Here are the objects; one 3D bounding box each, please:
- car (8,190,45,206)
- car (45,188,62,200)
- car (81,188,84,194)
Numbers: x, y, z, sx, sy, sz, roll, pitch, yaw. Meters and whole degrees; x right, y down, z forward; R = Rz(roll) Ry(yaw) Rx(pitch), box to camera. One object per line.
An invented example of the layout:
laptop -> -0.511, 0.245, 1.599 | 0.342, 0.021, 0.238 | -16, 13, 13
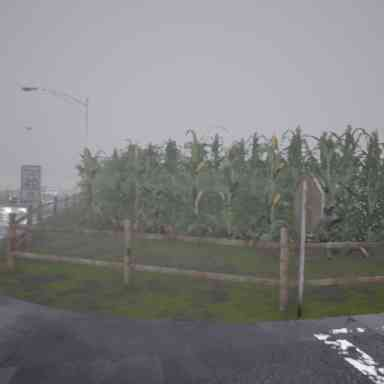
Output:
car -> -15.673, 0.577, 31.441 | 1.895, 1.301, 4.718 | 1, 1, -12
car -> -18.045, 0.197, 43.033 | 1.812, 1.442, 4.674 | 1, 1, -11
car -> -18.228, -0.125, 58.198 | 1.812, 1.442, 4.674 | 1, 1, -12
